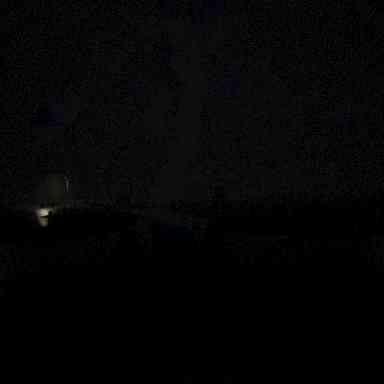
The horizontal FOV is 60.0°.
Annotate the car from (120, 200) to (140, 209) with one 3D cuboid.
[{"bbox_3d":[-10.793,2.148,57.821,1.882,1.535,5.008,-1,-1,-37],"label":"car"}]

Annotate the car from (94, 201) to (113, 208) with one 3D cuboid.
[{"bbox_3d":[-17.674,2.469,65.674,4.718,1.301,1.895,-2,0,42],"label":"car"}]
